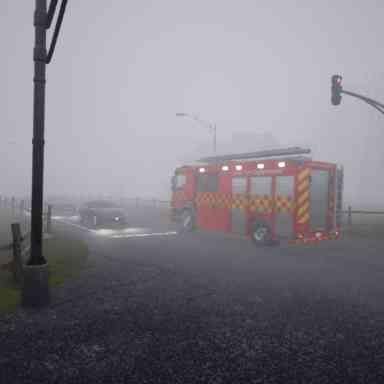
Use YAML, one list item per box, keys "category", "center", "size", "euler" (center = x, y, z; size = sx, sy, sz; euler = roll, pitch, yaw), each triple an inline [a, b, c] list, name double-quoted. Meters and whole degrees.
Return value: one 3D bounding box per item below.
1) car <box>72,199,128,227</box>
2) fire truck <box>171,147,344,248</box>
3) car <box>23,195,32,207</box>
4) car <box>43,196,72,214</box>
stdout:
- category: "car"
  center: [-5.596, 1.218, 20.557]
  size: [1.837, 1.490, 4.892]
  euler: [1, 0, -35]
- category: "fire truck"
  center: [2.363, 0.238, 15.611]
  size: [2.891, 3.827, 8.468]
  euler: [1, 0, -35]
- category: "car"
  center: [-18.095, 1.031, 38.197]
  size: [1.895, 1.301, 4.718]
  euler: [1, 0, -35]
- category: "car"
  center: [-11.614, 1.054, 29.049]
  size: [1.882, 1.535, 5.008]
  euler: [1, 0, -35]
